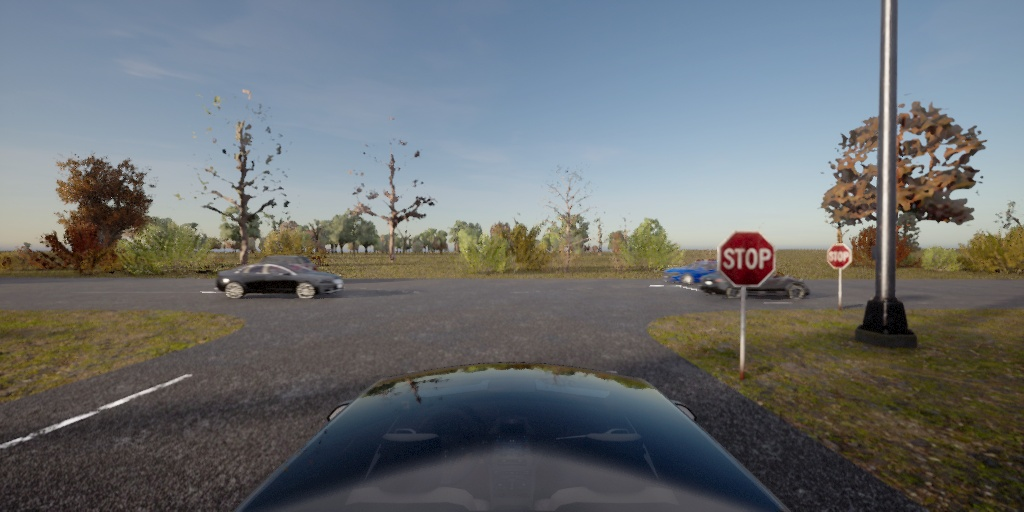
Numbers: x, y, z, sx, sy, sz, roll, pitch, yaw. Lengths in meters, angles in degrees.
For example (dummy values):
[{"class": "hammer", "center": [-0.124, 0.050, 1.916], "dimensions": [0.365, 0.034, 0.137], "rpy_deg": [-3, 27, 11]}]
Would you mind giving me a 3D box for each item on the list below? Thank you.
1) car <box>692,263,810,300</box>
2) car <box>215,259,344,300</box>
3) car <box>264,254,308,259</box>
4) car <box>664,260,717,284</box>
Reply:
[{"class": "car", "center": [10.792, 1.179, 16.128], "dimensions": [4.181, 1.385, 1.994], "rpy_deg": [0, 1, -2]}, {"class": "car", "center": [-9.989, 1.035, 15.597], "dimensions": [4.902, 1.511, 2.128], "rpy_deg": [0, 1, -2]}, {"class": "car", "center": [-14.751, 0.766, 22.457], "dimensions": [4.553, 1.767, 2.097], "rpy_deg": [0, 1, -2]}, {"class": "car", "center": [12.437, 1.046, 23.187], "dimensions": [5.008, 1.535, 1.882], "rpy_deg": [-1, 1, -2]}]
